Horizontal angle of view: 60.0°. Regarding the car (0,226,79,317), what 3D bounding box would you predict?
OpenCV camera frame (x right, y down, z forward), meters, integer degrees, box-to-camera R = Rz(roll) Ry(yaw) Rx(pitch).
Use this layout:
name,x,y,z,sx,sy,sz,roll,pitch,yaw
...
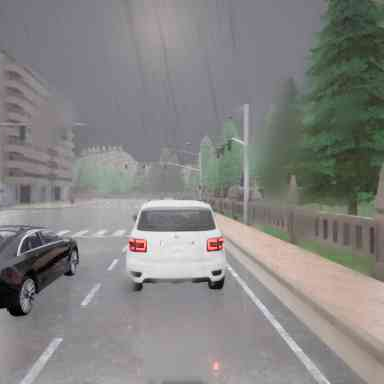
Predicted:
name,x,y,z,sx,sy,sz,roll,pitch,yaw
car,-3.971,1.492,7.405,2.128,1.511,4.902,0,0,-3

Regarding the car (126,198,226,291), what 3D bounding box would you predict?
name,x,y,z,sx,sy,sz,roll,pitch,yaw
car,-0.480,1.221,9.186,2.150,2.045,5.566,0,0,-4

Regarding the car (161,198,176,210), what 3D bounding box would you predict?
name,x,y,z,sx,sy,sz,roll,pitch,yaw
car,-3.166,1.526,44.422,1.812,1.442,4.674,0,0,-4
